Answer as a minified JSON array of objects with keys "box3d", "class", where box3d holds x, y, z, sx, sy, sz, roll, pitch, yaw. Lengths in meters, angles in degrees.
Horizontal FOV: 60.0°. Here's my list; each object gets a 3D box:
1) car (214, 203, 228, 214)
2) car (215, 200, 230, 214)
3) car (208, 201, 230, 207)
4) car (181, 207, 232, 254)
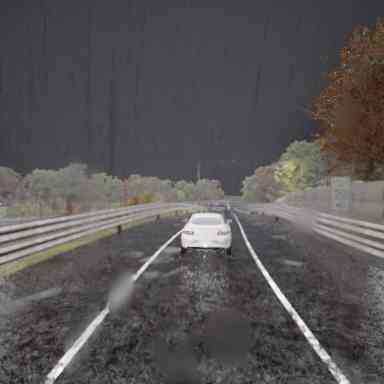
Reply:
[{"box3d":[4.213,2.415,48.113,1.812,1.442,4.674,0,-3,7],"class":"car"},{"box3d":[5.059,2.549,55.008,2.150,2.045,5.566,0,-4,8],"class":"car"},{"box3d":[2.694,1.768,34.290,2.128,1.511,4.902,0,-2,6],"class":"car"},{"box3d":[0.635,1.532,13.412,1.812,1.442,4.674,0,0,5],"class":"car"}]
